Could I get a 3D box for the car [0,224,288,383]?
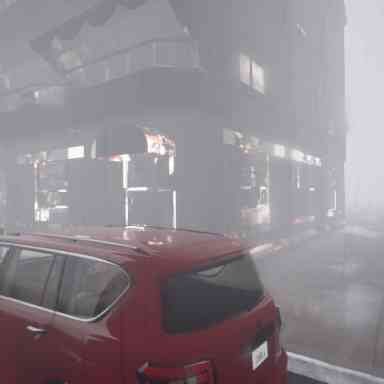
[{"bbox_3d":[-1.431,1.316,3.903,5.009,1.841,2.192,0,-1,35],"label":"car"}]
